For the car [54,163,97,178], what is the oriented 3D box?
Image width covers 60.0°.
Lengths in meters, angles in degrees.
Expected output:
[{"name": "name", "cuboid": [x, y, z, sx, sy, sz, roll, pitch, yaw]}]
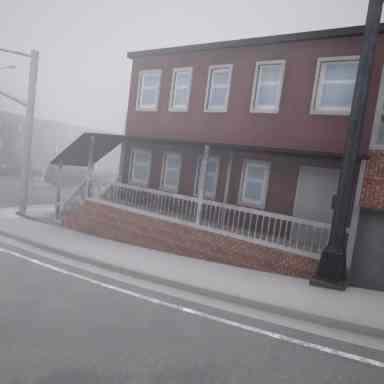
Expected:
[{"name": "car", "cuboid": [-14.708, -2.723, 42.283, 1.837, 1.490, 4.892, 11, 6, 35]}]

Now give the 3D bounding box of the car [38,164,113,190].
[{"name": "car", "cuboid": [-10.381, -1.367, 29.999, 2.150, 2.045, 5.566, 11, 6, 35]}]

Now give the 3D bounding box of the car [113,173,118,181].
[{"name": "car", "cuboid": [-11.412, -2.147, 40.947, 2.033, 1.411, 5.357, 11, 6, 36]}]

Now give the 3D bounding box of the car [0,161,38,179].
[{"name": "car", "cuboid": [-17.492, -2.154, 32.503, 2.033, 1.411, 5.357, 11, 6, 37]}]
